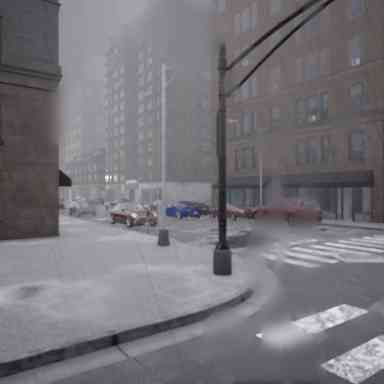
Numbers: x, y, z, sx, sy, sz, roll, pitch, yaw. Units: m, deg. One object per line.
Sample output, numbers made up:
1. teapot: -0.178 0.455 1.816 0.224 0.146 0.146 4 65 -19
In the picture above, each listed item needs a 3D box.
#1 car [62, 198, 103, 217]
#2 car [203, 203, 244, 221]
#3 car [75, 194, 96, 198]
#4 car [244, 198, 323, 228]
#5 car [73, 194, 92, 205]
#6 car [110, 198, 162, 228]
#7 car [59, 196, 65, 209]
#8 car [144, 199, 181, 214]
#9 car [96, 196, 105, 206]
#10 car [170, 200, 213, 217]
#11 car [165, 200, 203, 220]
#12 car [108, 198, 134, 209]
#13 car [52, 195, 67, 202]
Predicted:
1. car: -10.231 1.519 30.957 2.008 1.369 4.403 0 0 -35
2. car: 3.084 1.551 26.840 1.802 1.307 4.206 0 0 -35
3. car: -16.355 1.465 49.669 1.812 1.442 4.674 0 0 -35
4. car: 6.261 1.289 22.321 2.192 1.841 5.009 0 0 -35
5. car: -19.759 1.276 59.782 2.097 1.767 4.553 0 0 -35
6. car: -3.876 1.419 21.916 1.967 1.590 4.097 0 0 -35
7. car: -16.585 1.500 39.998 1.887 1.381 4.507 0 0 -35
8. car: -3.268 1.508 35.879 2.008 1.369 4.403 0 0 -35
9. car: -15.724 1.436 54.098 1.837 1.490 4.892 0 0 -35
10. car: -0.092 1.529 31.358 1.947 1.339 4.313 0 0 -35
11. car: -1.092 1.446 27.865 1.882 1.535 5.008 0 0 -34
12. car: -9.621 1.511 44.916 1.947 1.339 4.313 0 0 -35
13. car: -28.679 1.456 72.030 2.008 1.369 4.403 0 0 -35
